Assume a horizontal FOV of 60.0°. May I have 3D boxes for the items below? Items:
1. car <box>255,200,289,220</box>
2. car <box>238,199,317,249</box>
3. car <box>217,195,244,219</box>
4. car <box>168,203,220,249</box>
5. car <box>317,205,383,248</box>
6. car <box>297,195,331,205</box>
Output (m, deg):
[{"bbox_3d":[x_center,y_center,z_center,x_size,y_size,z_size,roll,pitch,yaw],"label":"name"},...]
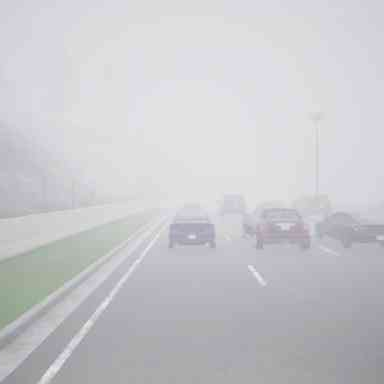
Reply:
[{"bbox_3d":[7.000,1.516,29.650,1.837,1.490,4.892,0,0,0],"label":"car"},{"bbox_3d":[3.500,1.366,14.620,2.097,1.767,4.553,0,0,0],"label":"car"},{"bbox_3d":[3.500,1.258,29.680,2.150,2.045,5.566,0,0,0],"label":"car"},{"bbox_3d":[0.000,1.485,14.650,1.882,1.535,5.008,0,0,0],"label":"car"},{"bbox_3d":[7.000,1.533,14.650,1.812,1.442,4.674,0,0,0],"label":"car"},{"bbox_3d":[10.500,1.258,29.680,2.150,2.045,5.566,0,0,0],"label":"car"}]
